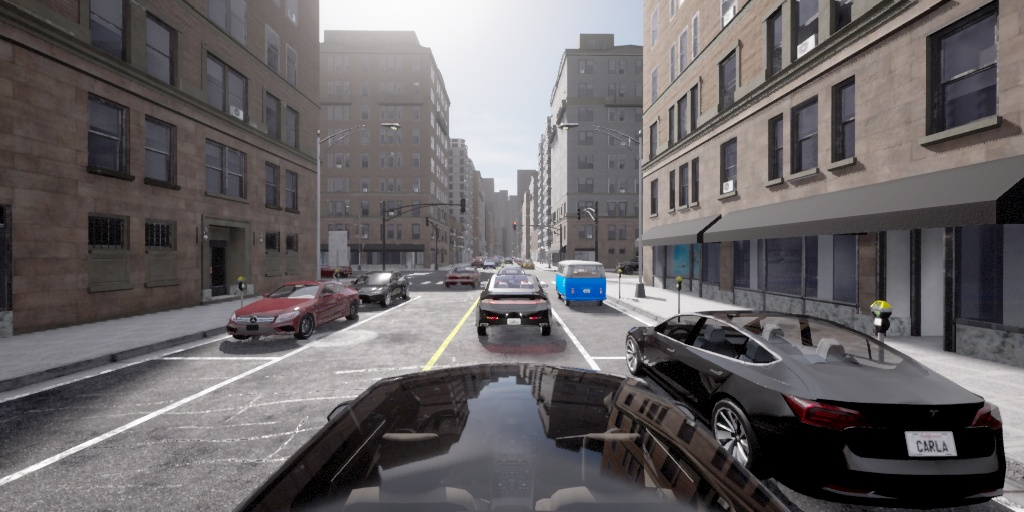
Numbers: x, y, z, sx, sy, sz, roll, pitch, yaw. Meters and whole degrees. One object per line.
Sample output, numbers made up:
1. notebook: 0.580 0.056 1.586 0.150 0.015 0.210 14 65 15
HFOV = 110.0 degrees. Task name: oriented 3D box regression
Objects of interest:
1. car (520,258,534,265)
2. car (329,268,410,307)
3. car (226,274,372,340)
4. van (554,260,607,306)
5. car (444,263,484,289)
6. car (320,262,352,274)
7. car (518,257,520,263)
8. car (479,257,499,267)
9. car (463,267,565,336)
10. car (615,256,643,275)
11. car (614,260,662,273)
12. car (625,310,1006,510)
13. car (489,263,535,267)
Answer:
1. car: 2.546 1.267 54.778 1.751 1.417 4.829 0 0 -1
2. car: -5.694 1.315 15.393 1.948 1.339 4.313 0 0 0
3. car: -5.683 1.332 9.942 1.802 1.307 4.207 0 0 0
4. van: 2.831 1.090 15.419 1.690 1.789 3.998 0 0 0
5. car: -3.142 1.350 23.427 1.895 1.301 4.718 0 0 0
6. car: -16.657 1.340 31.695 4.718 1.301 1.895 0 0 -1
7. car: 2.462 1.179 60.133 1.967 1.591 4.097 0 0 -1
8. car: -3.410 1.289 54.940 2.033 1.411 5.357 0 0 -1
9. car: 0.057 1.241 10.388 2.128 1.511 4.902 0 0 0
10. car: 14.107 0.964 38.823 5.566 2.045 2.150 0 0 -1
11. car: 14.726 1.211 42.081 5.008 1.535 1.882 0 0 -1
12. car: 2.852 1.316 4.522 1.948 1.339 4.313 0 0 0
13. car: -0.034 1.297 20.131 2.033 1.411 5.357 0 0 0
